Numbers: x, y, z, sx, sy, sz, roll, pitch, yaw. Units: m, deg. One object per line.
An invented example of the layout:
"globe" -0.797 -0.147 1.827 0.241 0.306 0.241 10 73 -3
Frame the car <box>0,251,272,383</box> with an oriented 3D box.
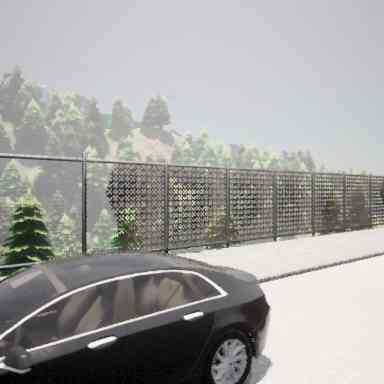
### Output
"car" -1.233 1.505 3.604 4.892 1.490 1.837 0 0 -36
